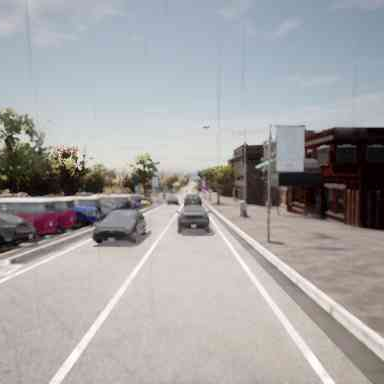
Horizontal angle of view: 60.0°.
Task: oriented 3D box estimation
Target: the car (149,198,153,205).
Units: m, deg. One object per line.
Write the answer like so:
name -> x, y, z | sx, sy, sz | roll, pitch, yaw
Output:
car -> -8.795, 1.531, 49.903 | 5.366, 1.575, 1.946 | 0, 0, 0

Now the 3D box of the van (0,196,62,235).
van -> -9.052, 1.317, 16.255 | 4.442, 1.987, 1.878 | 0, 0, 0

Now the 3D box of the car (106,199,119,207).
car -> -8.957, 1.583, 27.470 | 4.892, 1.521, 2.231 | 0, 0, 0

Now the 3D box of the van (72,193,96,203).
van -> -22.202, 1.239, 68.470 | 4.442, 1.987, 1.878 | 0, 0, 0

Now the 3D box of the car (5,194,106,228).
car -> -8.915, 1.314, 21.862 | 5.566, 2.045, 2.435 | 0, 0, 0

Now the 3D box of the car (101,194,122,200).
car -> -21.929, 1.386, 90.674 | 5.366, 1.575, 1.946 | 0, 0, 0

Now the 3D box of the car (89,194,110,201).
car -> -22.132, 1.300, 79.574 | 4.553, 1.767, 2.185 | 0, 0, 0

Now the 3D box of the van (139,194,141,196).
van -> -9.090, 1.330, 44.295 | 4.442, 1.987, 1.878 | 0, 0, 0

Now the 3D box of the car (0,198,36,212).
car -> -22.042, 1.571, 40.717 | 4.892, 1.521, 2.231 | 0, 0, 0

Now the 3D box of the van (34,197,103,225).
van -> -9.063, 1.351, 24.663 | 4.442, 1.987, 1.878 | 0, 0, 0

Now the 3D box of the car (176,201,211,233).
car -> 0.100, 1.568, 20.346 | 1.837, 1.490, 4.892 | 0, 1, 0

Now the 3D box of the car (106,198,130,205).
car -> -8.987, 1.617, 33.081 | 4.792, 1.488, 2.163 | 0, 0, 0

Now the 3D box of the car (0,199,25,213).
car -> -22.039, 1.578, 37.939 | 5.008, 1.535, 2.097 | 0, 0, 0

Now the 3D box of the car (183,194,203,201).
car -> 0.101, 1.286, 40.848 | 2.150, 2.045, 5.566 | 0, 0, 0

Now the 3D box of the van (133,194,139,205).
van -> -8.849, 1.350, 38.685 | 4.442, 1.987, 1.878 | 0, 0, 0

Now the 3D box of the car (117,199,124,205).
car -> -8.952, 1.626, 30.273 | 4.674, 1.452, 2.002 | 0, 0, 0

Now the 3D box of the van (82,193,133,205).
van -> -9.078, 1.356, 35.883 | 4.442, 1.987, 1.878 | 0, 0, 0

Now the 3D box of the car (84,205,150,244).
car -> -3.350, 1.601, 16.481 | 2.033, 1.411, 5.357 | 0, 0, 0

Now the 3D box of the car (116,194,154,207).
car -> -8.956, 1.273, 52.705 | 5.566, 2.045, 2.435 | 0, 0, 0

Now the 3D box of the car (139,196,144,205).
car -> -8.964, 1.566, 41.493 | 5.008, 1.535, 2.097 | 0, 0, 0

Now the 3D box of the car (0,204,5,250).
car -> -8.959, 1.394, 10.648 | 4.553, 1.767, 2.185 | 0, 0, 0

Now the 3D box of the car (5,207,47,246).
car -> -8.925, 1.533, 13.450 | 4.892, 1.521, 2.231 | 0, 0, 0

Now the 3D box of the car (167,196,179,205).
car -> -3.305, 1.498, 57.612 | 1.882, 1.535, 5.008 | 0, 0, 0

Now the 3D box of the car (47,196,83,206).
car -> -21.885, 1.504, 57.369 | 5.366, 1.575, 1.946 | 0, 0, 0

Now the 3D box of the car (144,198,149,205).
car -> -8.980, 1.585, 47.100 | 4.674, 1.452, 2.002 | 0, 0, 0

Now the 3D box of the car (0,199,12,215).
car -> -22.225, 1.581, 35.162 | 5.366, 1.575, 1.946 | 0, 0, 0

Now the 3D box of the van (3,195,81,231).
van -> -9.056, 1.328, 19.058 | 4.442, 1.987, 1.878 | 0, 0, 0
